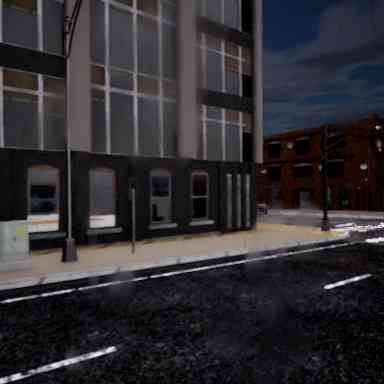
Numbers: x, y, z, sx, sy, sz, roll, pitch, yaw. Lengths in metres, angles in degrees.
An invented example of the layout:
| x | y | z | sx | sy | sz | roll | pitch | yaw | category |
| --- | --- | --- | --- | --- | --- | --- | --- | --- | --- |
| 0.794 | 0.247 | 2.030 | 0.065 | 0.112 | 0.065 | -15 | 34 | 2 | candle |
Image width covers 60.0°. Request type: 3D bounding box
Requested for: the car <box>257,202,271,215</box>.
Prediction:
| x | y | z | sx | sy | sz | roll | pitch | yaw | category |
| --- | --- | --- | --- | --- | --- | --- | --- | --- | --- |
| 7.393 | 1.911 | 39.664 | 2.008 | 1.369 | 4.403 | -2 | 0 | -37 | car |
